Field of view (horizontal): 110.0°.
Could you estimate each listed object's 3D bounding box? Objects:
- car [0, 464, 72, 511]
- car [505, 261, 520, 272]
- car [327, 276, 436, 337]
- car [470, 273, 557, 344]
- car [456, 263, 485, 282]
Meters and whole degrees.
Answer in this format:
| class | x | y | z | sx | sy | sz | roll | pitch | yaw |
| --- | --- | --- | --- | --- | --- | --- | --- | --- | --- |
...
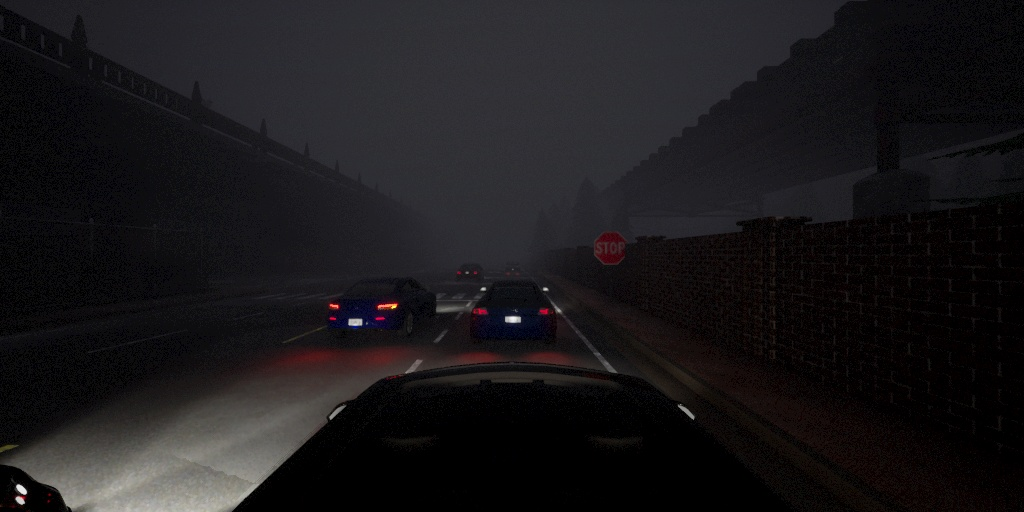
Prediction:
| class | x | y | z | sx | sy | sz | roll | pitch | yaw |
| --- | --- | --- | --- | --- | --- | --- | --- | --- | --- |
| car | -3.402 | 1.314 | 0.175 | 1.994 | 1.385 | 4.181 | 0 | 0 | 0 |
| car | 0.074 | 1.351 | 45.974 | 1.895 | 1.301 | 4.718 | 0 | 0 | -1 |
| car | -3.419 | 1.276 | 10.113 | 1.812 | 1.442 | 4.674 | 0 | 0 | 0 |
| car | 0.063 | 1.314 | 9.593 | 1.994 | 1.385 | 4.181 | 0 | 0 | 1 |
| car | -3.341 | 1.297 | 29.439 | 2.033 | 1.411 | 5.357 | 0 | 0 | 0 |
